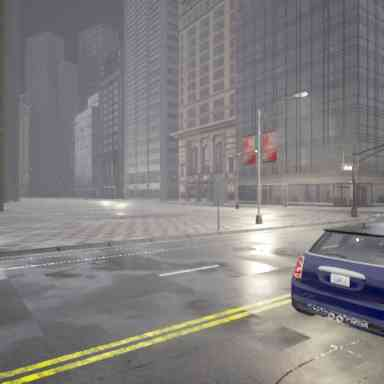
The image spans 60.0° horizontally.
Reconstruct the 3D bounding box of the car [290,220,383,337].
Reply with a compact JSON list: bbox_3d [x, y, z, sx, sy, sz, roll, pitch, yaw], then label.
[{"bbox_3d":[3.974,1.352,6.293,4.553,1.767,2.097,0,0,-36],"label":"car"}]
